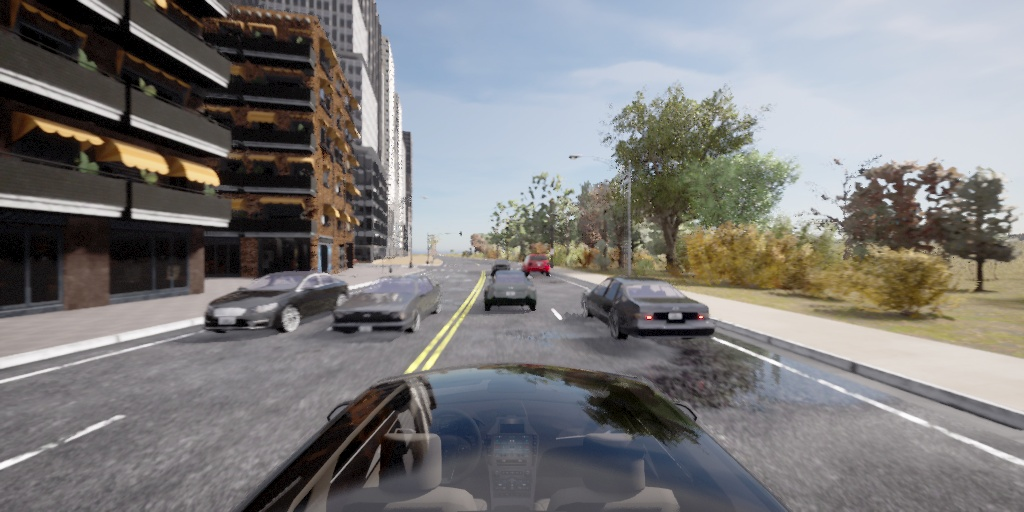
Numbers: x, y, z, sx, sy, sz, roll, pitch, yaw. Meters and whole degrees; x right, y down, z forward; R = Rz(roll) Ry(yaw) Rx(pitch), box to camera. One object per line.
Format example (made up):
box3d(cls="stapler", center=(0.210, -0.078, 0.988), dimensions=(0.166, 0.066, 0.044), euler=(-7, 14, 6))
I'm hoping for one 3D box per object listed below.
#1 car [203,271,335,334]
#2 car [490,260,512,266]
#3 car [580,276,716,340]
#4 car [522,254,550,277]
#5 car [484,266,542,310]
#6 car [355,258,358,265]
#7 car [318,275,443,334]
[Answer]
box3d(cls="car", center=(-6.621, 1.233, 10.754), dimensions=(2.128, 1.511, 4.902), euler=(0, 0, -1))
box3d(cls="car", center=(-1.101, 1.155, 35.335), dimensions=(1.837, 1.490, 4.892), euler=(0, 0, -4))
box3d(cls="car", center=(3.286, 1.268, 9.840), dimensions=(2.033, 1.411, 5.357), euler=(0, 0, -1))
box3d(cls="car", center=(2.233, 0.866, 34.368), dimensions=(2.150, 2.045, 5.566), euler=(0, 0, -4))
box3d(cls="car", center=(-0.103, 1.279, 14.544), dimensions=(1.994, 1.385, 4.181), euler=(0, 0, -2))
box3d(cls="car", center=(-27.336, 0.699, 58.235), dimensions=(4.097, 1.591, 1.967), euler=(0, 0, -13))
box3d(cls="car", center=(-3.370, 1.280, 10.865), dimensions=(2.033, 1.411, 5.357), euler=(0, 0, -1))
